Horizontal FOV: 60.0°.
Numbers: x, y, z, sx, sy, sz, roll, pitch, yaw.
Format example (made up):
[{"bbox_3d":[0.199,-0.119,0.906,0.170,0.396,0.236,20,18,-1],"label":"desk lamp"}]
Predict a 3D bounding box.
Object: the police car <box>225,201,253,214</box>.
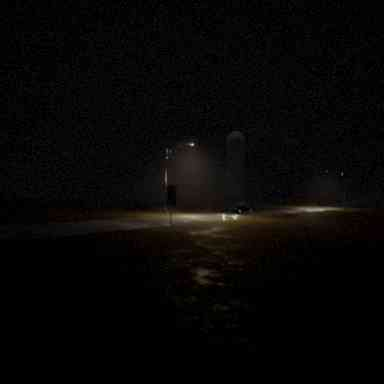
[{"bbox_3d":[6.087,1.933,43.115,1.930,1.638,5.238,2,0,36],"label":"police car"}]
